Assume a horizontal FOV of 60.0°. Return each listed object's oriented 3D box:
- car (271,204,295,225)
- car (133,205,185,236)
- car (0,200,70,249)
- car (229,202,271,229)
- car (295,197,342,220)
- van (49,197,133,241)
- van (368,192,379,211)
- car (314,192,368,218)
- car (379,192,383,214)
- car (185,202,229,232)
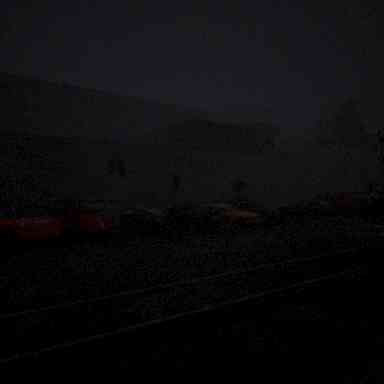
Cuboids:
[{"bbox_3d":[4.324,1.448,23.339,4.792,1.488,2.163,-1,-1,35],"label":"car"},{"bbox_3d":[-2.994,1.517,18.154,4.674,1.452,2.002,-1,0,35],"label":"car"},{"bbox_3d":[-7.836,1.367,14.678,4.553,1.767,2.185,-1,-1,34],"label":"car"},{"bbox_3d":[2.023,1.437,21.523,5.366,1.575,1.946,-1,-1,35],"label":"car"},{"bbox_3d":[9.162,1.396,26.815,4.674,1.452,2.002,-1,0,35],"label":"car"},{"bbox_3d":[-5.326,1.261,16.371,4.442,1.987,1.878,-1,-1,35],"label":"van"},{"bbox_3d":[14.116,1.052,30.219,4.442,1.987,1.878,-1,0,35],"label":"van"},{"bbox_3d":[11.559,1.070,28.563,5.566,2.045,2.435,-1,0,35],"label":"car"},{"bbox_3d":[16.472,0.987,32.000,5.566,2.045,2.435,-1,0,35],"label":"car"},{"bbox_3d":[-0.592,1.495,19.904,4.792,1.488,2.163,-1,0,35],"label":"car"}]
